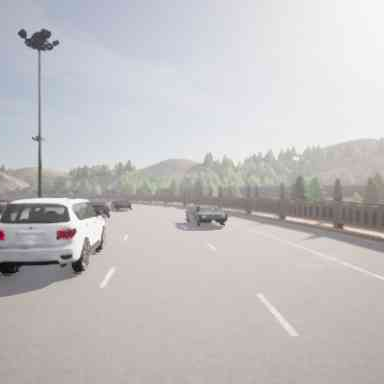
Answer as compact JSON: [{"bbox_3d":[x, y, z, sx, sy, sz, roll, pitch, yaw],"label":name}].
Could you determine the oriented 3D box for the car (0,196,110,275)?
[{"bbox_3d":[-4.203,1.203,10.690,2.150,2.045,5.566,0,0,-7],"label":"car"}]

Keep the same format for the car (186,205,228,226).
[{"bbox_3d":[0.843,1.526,22.544,1.895,1.301,4.718,0,0,-12],"label":"car"}]

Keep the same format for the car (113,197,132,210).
[{"bbox_3d":[-8.660,1.396,40.345,2.128,1.511,4.902,0,0,-23],"label":"car"}]

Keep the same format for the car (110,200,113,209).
[{"bbox_3d":[-8.483,1.441,30.038,1.837,1.490,4.892,0,0,-18],"label":"car"}]
